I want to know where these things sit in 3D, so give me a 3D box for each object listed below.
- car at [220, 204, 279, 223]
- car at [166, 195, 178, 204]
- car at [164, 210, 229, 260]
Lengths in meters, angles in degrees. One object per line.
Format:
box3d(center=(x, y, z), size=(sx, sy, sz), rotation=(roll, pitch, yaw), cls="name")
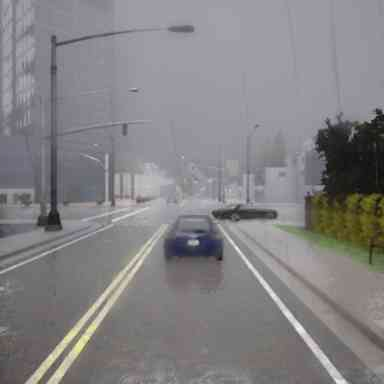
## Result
box3d(center=(4.039, 1.545, 24.723), size=(4.718, 1.301, 1.895), rotation=(0, 0, -20), cls="car")
box3d(center=(-3.543, 1.352, 59.661), size=(2.128, 1.511, 4.902), rotation=(0, 0, 1), cls="car")
box3d(center=(0.059, 1.533, 12.263), size=(1.994, 1.385, 4.181), rotation=(0, 0, 0), cls="car")
